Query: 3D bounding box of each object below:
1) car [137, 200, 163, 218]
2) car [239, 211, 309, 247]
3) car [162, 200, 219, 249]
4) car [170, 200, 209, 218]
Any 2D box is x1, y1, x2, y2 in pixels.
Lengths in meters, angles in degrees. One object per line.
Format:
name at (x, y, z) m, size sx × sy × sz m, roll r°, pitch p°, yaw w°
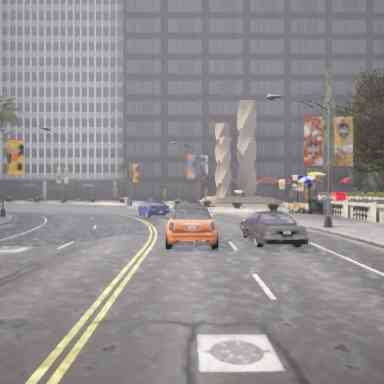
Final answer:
car at (-3.542, 1.482, 29.889) m, size 1.882 × 1.535 × 5.008 m, roll 0°, pitch 0°, yaw -24°
car at (3.433, 1.560, 14.833) m, size 2.033 × 1.411 × 5.357 m, roll 0°, pitch 0°, yaw -2°
car at (-0.064, 1.363, 14.681) m, size 2.097 × 1.767 × 4.553 m, roll 0°, pitch 0°, yaw -2°
car at (-0.340, 1.514, 31.302) m, size 1.837 × 1.490 × 4.892 m, roll 0°, pitch 0°, yaw -24°
